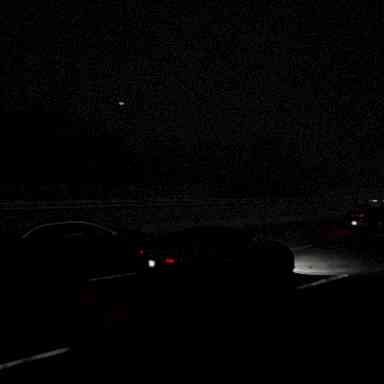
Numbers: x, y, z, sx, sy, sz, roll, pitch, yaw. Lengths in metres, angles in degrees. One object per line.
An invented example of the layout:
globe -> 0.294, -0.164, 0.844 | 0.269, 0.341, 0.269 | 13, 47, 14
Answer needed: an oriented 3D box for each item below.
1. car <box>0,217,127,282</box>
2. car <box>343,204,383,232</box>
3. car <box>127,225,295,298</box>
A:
car -> -3.511, 1.492, 9.841 | 4.902, 1.511, 2.128 | 0, 0, -36
car -> 11.210, 1.509, 20.345 | 4.892, 1.490, 1.837 | 0, 0, -36
car -> 0.736, 1.565, 8.572 | 4.181, 1.385, 1.994 | 0, 0, -36
